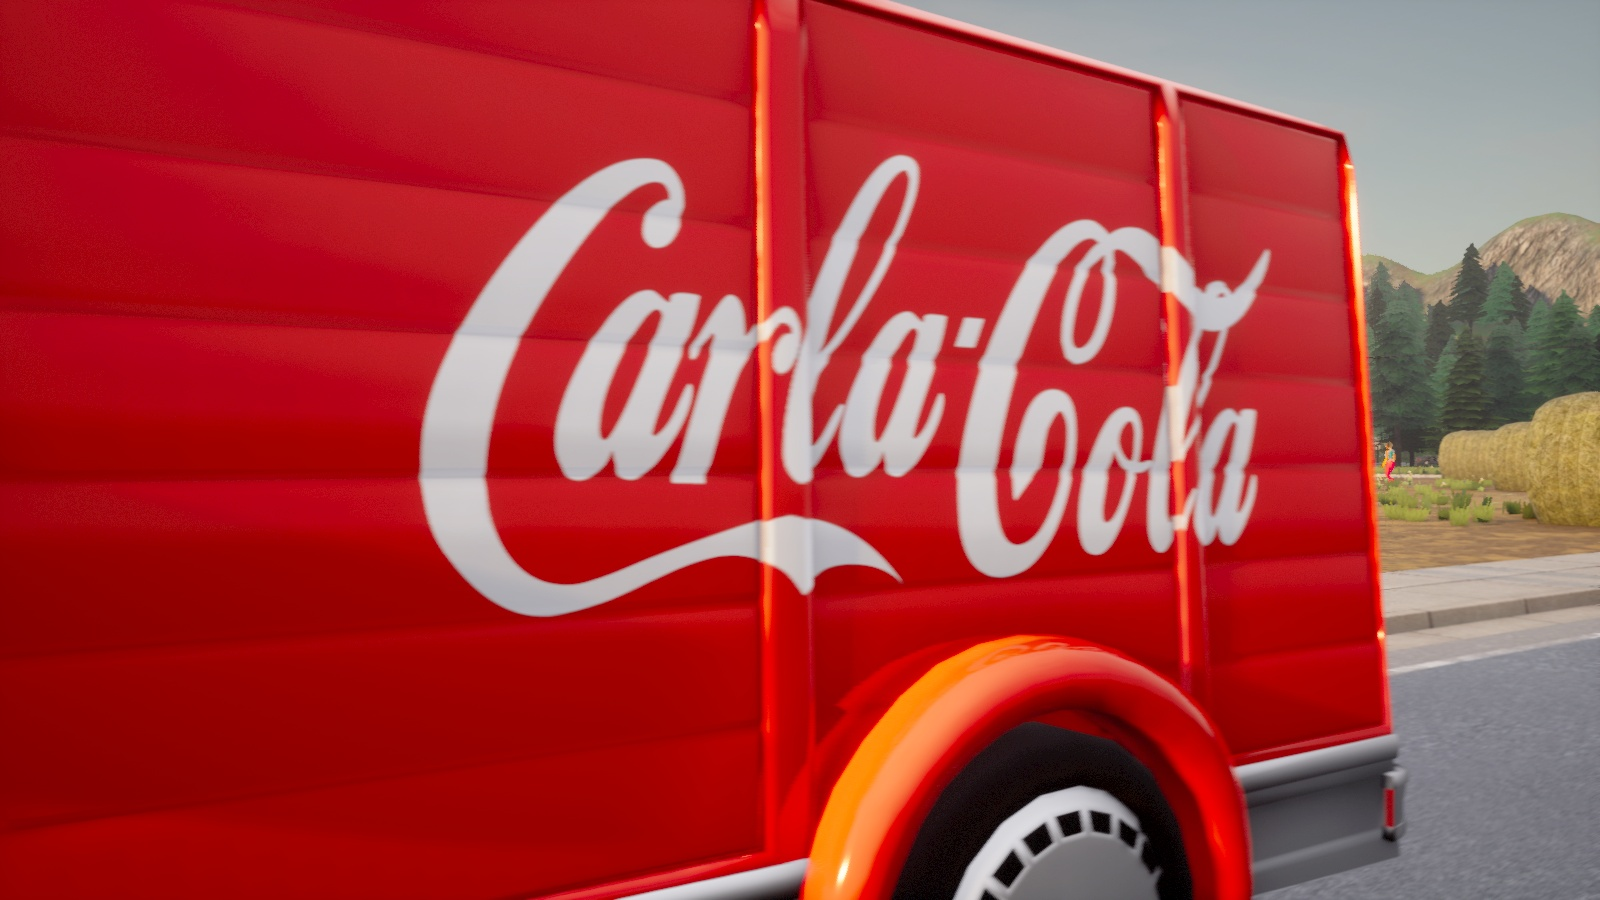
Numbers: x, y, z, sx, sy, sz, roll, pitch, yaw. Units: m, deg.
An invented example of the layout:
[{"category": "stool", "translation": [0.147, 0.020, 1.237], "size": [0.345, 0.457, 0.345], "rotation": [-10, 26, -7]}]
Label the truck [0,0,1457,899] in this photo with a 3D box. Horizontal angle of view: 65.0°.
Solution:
[{"category": "truck", "translation": [-1.188, 0.268, 2.839], "size": [5.204, 2.467, 2.627], "rotation": [0, 0, -35]}]

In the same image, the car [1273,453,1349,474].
[{"category": "car", "translation": [35.580, 0.945, 87.527], "size": [1.812, 1.442, 4.674], "rotation": [0, 0, -38]}]

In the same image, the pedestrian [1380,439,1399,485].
[{"category": "pedestrian", "translation": [23.455, 0.478, 49.976], "size": [0.345, 1.836, 0.594], "rotation": [0, 0, -28]}]
